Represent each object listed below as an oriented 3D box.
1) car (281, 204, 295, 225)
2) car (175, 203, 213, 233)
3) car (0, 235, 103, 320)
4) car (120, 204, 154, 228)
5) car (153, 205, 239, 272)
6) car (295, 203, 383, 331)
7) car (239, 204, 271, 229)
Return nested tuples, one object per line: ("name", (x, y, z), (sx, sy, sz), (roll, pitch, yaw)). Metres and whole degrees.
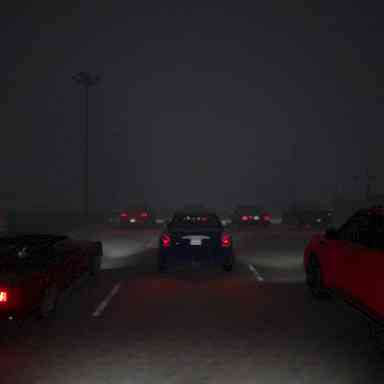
("car", (7.097, 1.430, 21.068), (1.882, 1.535, 5.008), (0, 0, 0))
("car", (0.097, 1.500, 20.741), (2.033, 1.411, 5.357), (0, 0, 0))
("car", (-3.401, 1.584, 7.224), (1.895, 1.301, 4.718), (0, 0, 0))
("car", (-3.404, 1.476, 21.501), (1.812, 1.442, 4.674), (0, 0, 0))
("car", (0.099, 1.327, 10.880), (2.097, 1.767, 4.553), (0, 0, 0))
("car", (3.606, 1.209, 5.207), (2.150, 2.045, 5.566), (0, 0, 0))
("car", (3.597, 1.498, 21.147), (2.033, 1.411, 5.357), (0, 0, 0))
